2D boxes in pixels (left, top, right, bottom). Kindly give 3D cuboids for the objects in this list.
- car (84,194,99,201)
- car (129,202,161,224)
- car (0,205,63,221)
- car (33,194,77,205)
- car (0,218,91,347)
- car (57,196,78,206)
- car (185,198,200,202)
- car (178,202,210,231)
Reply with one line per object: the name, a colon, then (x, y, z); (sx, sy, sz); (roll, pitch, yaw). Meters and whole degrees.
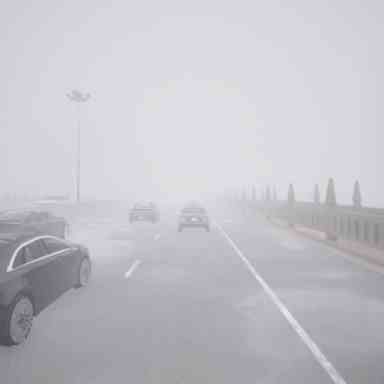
car: (-17.875, 1.142, 59.434); (1.812, 1.442, 4.674); (0, 0, -2)
car: (-3.397, 1.493, 24.432); (2.128, 1.511, 4.902); (0, 0, 0)
car: (-6.899, 1.506, 14.400); (1.837, 1.490, 4.892); (0, 0, 0)
car: (-14.055, 1.226, 33.924); (2.150, 2.045, 5.566); (0, 0, 0)
car: (-3.400, 1.492, 6.285); (2.128, 1.511, 4.902); (0, 0, 0)
car: (-21.316, 1.526, 57.334); (1.882, 1.535, 5.008); (0, 0, -2)
car: (0.075, 1.528, 42.237); (1.812, 1.442, 4.674); (0, 0, 0)
car: (0.103, 1.549, 20.588); (2.033, 1.411, 5.357); (0, 0, 0)
